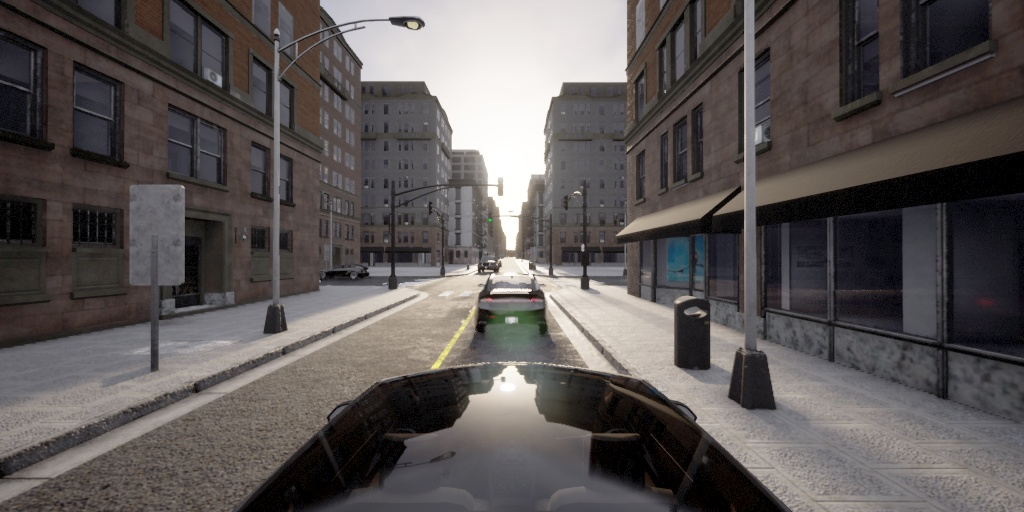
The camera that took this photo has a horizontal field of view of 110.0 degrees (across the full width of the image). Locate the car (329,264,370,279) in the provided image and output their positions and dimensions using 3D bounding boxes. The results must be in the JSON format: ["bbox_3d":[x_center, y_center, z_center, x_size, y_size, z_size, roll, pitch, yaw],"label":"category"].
[{"bbox_3d":[-14.779,1.338,31.487,4.313,1.339,1.948,0,0,0],"label":"car"}]

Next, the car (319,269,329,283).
[{"bbox_3d":[-14.781,1.295,23.460,4.313,1.339,1.948,0,0,0],"label":"car"}]

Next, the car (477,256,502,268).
[{"bbox_3d":[-2.845,0.957,44.076,2.150,2.045,5.566,0,0,3],"label":"car"}]

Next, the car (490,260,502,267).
[{"bbox_3d":[-2.834,1.315,65.141,1.895,1.301,4.718,0,0,0],"label":"car"}]

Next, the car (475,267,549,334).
[{"bbox_3d":[-0.001,1.245,10.616,2.128,1.511,4.902,0,0,0],"label":"car"}]
